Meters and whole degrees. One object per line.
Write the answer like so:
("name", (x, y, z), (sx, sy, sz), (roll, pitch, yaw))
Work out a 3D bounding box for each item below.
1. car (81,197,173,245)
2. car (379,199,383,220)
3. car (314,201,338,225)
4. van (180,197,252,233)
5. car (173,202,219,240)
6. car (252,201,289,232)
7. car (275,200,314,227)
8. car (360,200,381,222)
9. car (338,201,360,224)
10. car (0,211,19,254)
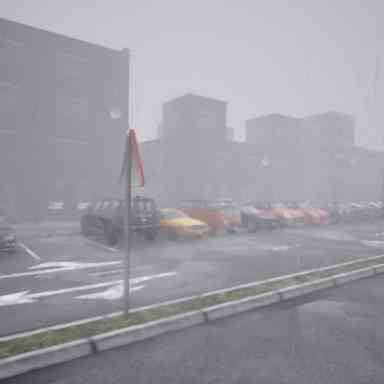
("car", (-3.558, 1.251, 16.045), (2.435, 2.045, 5.566), (0, 0, -35))
("car", (14.428, 1.625, 28.813), (2.231, 1.521, 4.892), (0, 0, -35))
("car", (7.669, 1.446, 24.045), (2.185, 1.767, 4.553), (0, 0, -35))
("van", (1.018, 1.302, 19.126), (1.878, 1.987, 4.442), (0, 0, -35))
("car", (-1.189, 1.512, 17.470), (1.946, 1.575, 5.366), (0, 0, -35))
("car", (3.192, 1.542, 20.824), (2.097, 1.535, 5.008), (0, 0, -35))
("car", (5.424, 1.430, 22.445), (2.185, 1.767, 4.553), (0, 0, -35))
("car", (12.182, 1.607, 27.213), (2.231, 1.521, 4.892), (0, 0, -35))
("car", (9.952, 1.462, 25.594), (2.185, 1.767, 4.553), (0, 0, -35))
("car", (-8.037, 1.477, 12.827), (2.231, 1.521, 4.892), (0, 0, -35))
